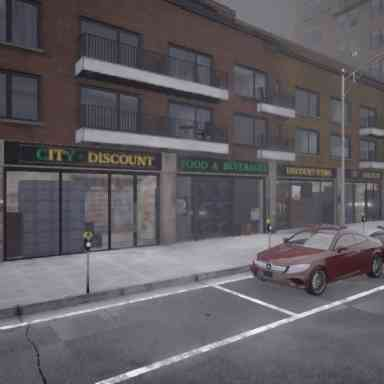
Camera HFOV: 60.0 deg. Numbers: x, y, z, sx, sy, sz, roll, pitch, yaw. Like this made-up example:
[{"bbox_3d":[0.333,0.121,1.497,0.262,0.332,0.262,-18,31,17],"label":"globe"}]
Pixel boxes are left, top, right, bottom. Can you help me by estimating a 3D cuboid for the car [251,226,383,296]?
[{"bbox_3d":[3.394,1.582,8.598,4.206,1.307,1.802,0,0,-35],"label":"car"}]
